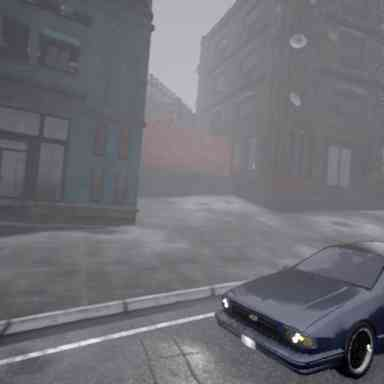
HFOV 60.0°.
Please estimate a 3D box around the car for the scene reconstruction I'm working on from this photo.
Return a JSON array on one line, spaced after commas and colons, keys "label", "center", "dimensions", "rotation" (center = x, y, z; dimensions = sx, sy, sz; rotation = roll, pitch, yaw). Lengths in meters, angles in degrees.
[{"label": "car", "center": [3.053, 1.594, 5.623], "dimensions": [5.357, 1.411, 2.033], "rotation": [1, 0, -29]}]
